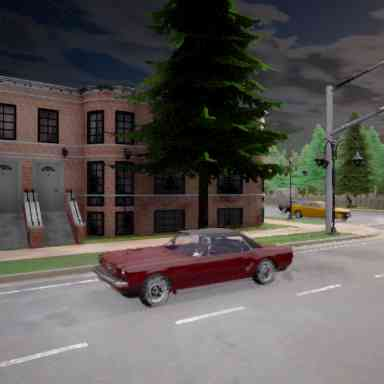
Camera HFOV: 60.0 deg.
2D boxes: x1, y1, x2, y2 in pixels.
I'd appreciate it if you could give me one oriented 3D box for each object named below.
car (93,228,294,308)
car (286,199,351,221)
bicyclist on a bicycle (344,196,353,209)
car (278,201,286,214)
[{"bbox_3d":[0.153,1.601,8.010,4.718,1.301,1.895,0,0,-32],"label":"car"},{"bbox_3d":[10.391,1.478,27.030,1.882,1.535,5.008,0,0,-31],"label":"car"},{"bbox_3d":[19.144,1.301,40.639,1.656,1.620,0.582,0,0,-31],"label":"bicyclist on a bicycle"},{"bbox_3d":[10.825,1.491,33.156,2.128,1.511,4.902,0,0,-31],"label":"car"}]
